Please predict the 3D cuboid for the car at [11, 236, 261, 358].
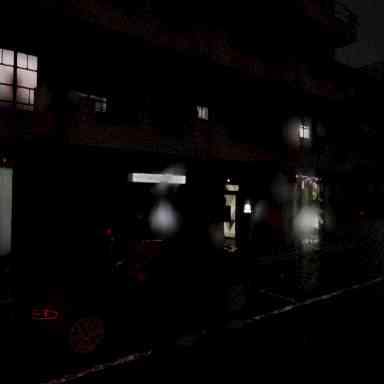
[{"bbox_3d":[-0.725,1.546,6.030,4.507,1.381,1.887,0,1,-36],"label":"car"}]
